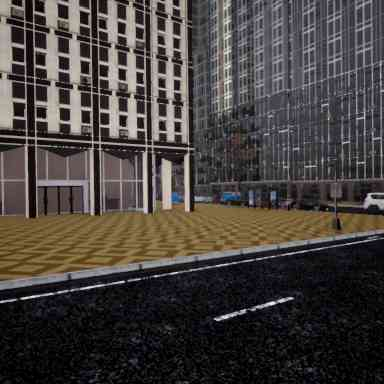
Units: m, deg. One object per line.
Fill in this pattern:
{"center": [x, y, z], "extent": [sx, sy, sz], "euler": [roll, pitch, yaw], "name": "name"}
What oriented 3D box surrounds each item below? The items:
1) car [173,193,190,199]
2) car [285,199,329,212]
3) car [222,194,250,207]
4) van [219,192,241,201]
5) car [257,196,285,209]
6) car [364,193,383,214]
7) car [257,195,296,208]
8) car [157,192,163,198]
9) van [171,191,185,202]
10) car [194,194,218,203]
{"center": [-2.408, 0.934, 74.316], "extent": [1.802, 1.307, 4.206], "euler": [0, 1, -34], "name": "car"}
{"center": [12.935, 1.422, 36.637], "extent": [1.947, 1.339, 4.313], "euler": [-1, 1, -34], "name": "car"}
{"center": [6.603, 1.318, 46.079], "extent": [1.947, 1.339, 4.313], "euler": [-1, 1, -34], "name": "car"}
{"center": [7.182, 0.853, 60.215], "extent": [1.690, 1.788, 3.998], "euler": [-1, 1, -34], "name": "van"}
{"center": [9.752, 1.386, 41.348], "extent": [1.802, 1.307, 4.206], "euler": [-1, 1, -34], "name": "car"}
{"center": [19.547, 1.103, 31.951], "extent": [2.150, 2.045, 5.566], "euler": [-1, 1, -36], "name": "car"}
{"center": [11.104, 1.239, 44.150], "extent": [2.128, 1.511, 4.902], "euler": [-1, 1, -34], "name": "car"}
{"center": [-5.606, 0.614, 79.012], "extent": [2.192, 1.841, 5.009], "euler": [0, 1, -34], "name": "car"}
{"center": [-2.943, 0.936, 60.203], "extent": [1.690, 1.788, 3.998], "euler": [0, 1, -34], "name": "van"}
{"center": [1.889, 1.122, 57.753], "extent": [1.812, 1.442, 4.674], "euler": [-1, 1, -34], "name": "car"}
